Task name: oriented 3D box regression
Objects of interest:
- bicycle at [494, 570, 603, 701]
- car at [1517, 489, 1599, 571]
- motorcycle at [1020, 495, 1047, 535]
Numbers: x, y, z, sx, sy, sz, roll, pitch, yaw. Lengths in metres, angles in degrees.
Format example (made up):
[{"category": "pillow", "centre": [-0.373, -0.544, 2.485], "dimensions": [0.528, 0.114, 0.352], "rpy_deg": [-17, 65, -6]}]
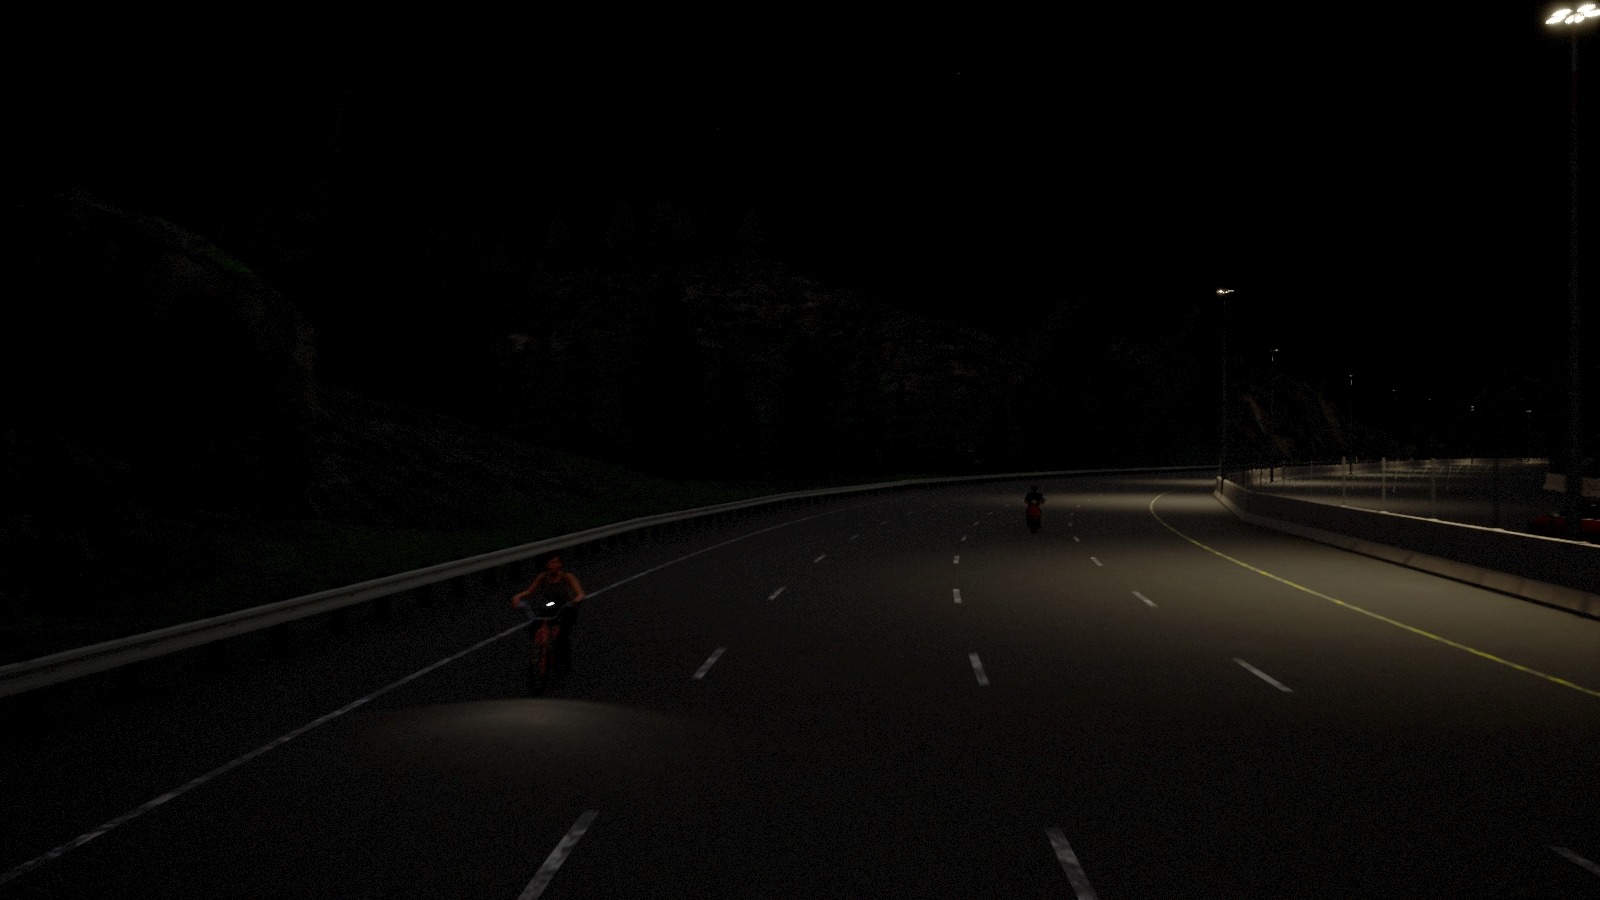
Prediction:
[{"category": "bicycle", "centre": [-2.936, 2.144, 13.476], "dimensions": [0.859, 1.295, 1.487], "rpy_deg": [0, 0, 5]}, {"category": "car", "centre": [19.976, 1.934, 28.344], "dimensions": [2.097, 1.767, 4.553], "rpy_deg": [0, 0, 9]}, {"category": "motorcycle", "centre": [7.969, 2.193, 38.915], "dimensions": [0.856, 1.236, 1.805], "rpy_deg": [0, 0, 13]}]
